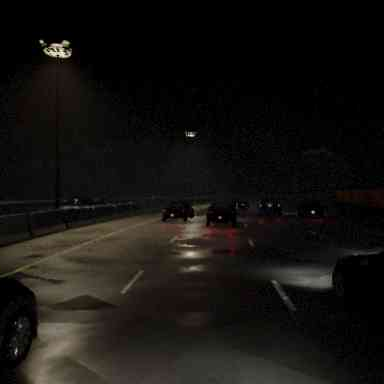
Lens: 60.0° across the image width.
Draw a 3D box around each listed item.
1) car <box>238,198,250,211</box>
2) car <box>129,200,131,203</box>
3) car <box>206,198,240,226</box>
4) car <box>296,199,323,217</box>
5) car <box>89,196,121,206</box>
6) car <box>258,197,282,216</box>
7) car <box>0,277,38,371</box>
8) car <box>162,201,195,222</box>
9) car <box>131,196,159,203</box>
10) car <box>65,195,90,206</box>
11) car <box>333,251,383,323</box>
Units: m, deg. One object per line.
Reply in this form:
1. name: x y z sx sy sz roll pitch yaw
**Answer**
1. car: 5.686 1.436 39.270 2.033 1.411 5.357 0 0 16
2. car: -8.362 1.384 53.503 1.994 1.385 4.181 0 0 19
3. car: 2.100 1.411 22.740 1.882 1.535 5.008 0 0 9
4. car: 10.650 1.431 30.208 1.837 1.490 4.892 0 0 12
5. car: -12.898 1.366 51.042 2.033 1.411 5.357 0 0 18
6. car: 7.468 1.267 31.946 2.097 1.767 4.553 0 0 12
7. car: -3.251 1.337 2.841 2.097 1.767 4.553 0 0 1
8. car: -0.988 1.445 25.570 1.812 1.442 4.674 0 0 10
9. car: -6.375 1.330 48.347 2.128 1.511 4.902 0 0 18
10. car: -16.877 1.168 49.885 2.097 1.767 4.553 0 0 17
11. car: 3.805 1.517 5.081 1.812 1.442 4.674 0 0 2
